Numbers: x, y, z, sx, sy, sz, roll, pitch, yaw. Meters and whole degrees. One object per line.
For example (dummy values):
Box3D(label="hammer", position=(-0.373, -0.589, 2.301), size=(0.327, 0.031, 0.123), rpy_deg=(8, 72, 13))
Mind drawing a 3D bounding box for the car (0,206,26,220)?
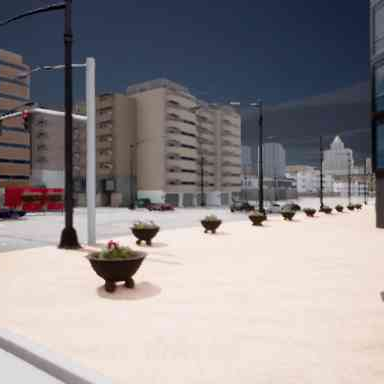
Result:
Box3D(label="car", position=(-17.690, 1.948, 29.863), size=(1.895, 1.301, 4.718), rpy_deg=(0, -1, 35))

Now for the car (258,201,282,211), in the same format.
Box3D(label="car", position=(12.907, 2.305, 55.003), size=(2.128, 1.511, 4.902), rpy_deg=(-1, -1, 35))

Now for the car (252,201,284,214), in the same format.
Box3D(label="car", position=(10.459, 2.252, 45.333), size=(1.895, 1.301, 4.718), rpy_deg=(-1, -1, 36))

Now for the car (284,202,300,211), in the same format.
Box3D(label="car", position=(15.771, 2.353, 52.992), size=(1.994, 1.385, 4.181), rpy_deg=(-1, -1, 35))

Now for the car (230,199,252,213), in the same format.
Box3D(label="car", position=(7.046, 2.167, 46.576), size=(1.837, 1.490, 4.892), rpy_deg=(-1, -1, 36))

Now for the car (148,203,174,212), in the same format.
Box3D(label="car", position=(-4.550, 2.228, 48.548), size=(1.994, 1.385, 4.181), rpy_deg=(-1, -1, 35))
